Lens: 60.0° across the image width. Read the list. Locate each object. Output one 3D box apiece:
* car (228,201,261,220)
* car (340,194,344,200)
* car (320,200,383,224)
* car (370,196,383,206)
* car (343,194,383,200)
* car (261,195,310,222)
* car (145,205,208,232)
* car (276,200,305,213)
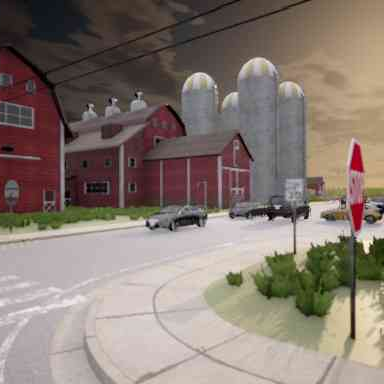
[{"bbox_3d":[4.914,1.587,29.237,1.837,1.490,4.892,0,0,35],"label":"car"},{"bbox_3d":[24.058,1.285,50.583,2.150,2.045,5.566,0,-1,35],"label":"car"},{"bbox_3d":[11.811,1.538,24.860,4.193,1.474,1.816,0,0,35],"label":"car"},{"bbox_3d":[32.865,1.526,56.125,4.611,1.667,2.242,0,0,35],"label":"car"},{"bbox_3d":[19.042,1.353,36.253,3.866,1.878,1.905,0,0,35],"label":"car"},{"bbox_3d":[7.915,1.281,27.078,2.150,2.045,5.566,0,0,34],"label":"car"},{"bbox_3d":[-0.859,1.571,20.843,2.128,1.511,4.902,0,0,34],"label":"car"},{"bbox_3d":[11.616,1.686,38.947,1.895,1.301,4.718,0,0,35],"label":"car"}]
